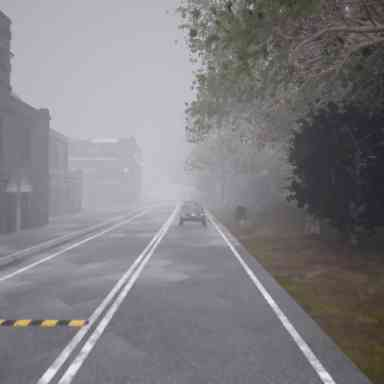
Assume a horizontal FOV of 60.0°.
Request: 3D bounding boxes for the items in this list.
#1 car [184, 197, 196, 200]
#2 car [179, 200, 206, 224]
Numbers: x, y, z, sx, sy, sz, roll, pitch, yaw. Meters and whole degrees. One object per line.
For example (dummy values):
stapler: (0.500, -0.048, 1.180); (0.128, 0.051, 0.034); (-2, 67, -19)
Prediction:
car: (-0.248, 1.405, 42.591); (1.882, 1.535, 5.008); (0, 0, -1)
car: (0.026, 1.523, 24.242); (2.033, 1.411, 5.357); (0, 0, 0)
